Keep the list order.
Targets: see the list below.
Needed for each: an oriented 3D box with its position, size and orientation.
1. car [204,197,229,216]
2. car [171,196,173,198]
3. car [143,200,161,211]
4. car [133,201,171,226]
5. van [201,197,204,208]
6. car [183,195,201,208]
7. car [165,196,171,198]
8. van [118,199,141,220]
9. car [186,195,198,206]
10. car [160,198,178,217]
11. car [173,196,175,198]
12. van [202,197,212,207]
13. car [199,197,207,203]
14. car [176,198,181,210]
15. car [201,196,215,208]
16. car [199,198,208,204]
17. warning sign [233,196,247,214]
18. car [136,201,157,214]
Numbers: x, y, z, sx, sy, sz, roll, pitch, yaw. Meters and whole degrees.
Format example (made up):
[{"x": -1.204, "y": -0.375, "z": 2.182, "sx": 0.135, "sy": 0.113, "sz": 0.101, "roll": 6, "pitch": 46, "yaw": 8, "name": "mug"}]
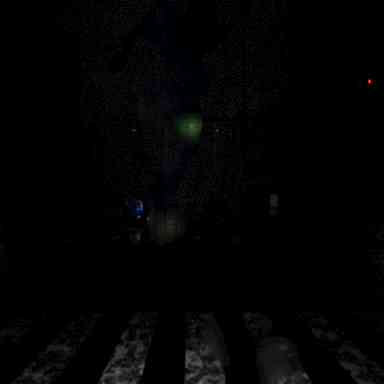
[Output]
[{"x": 2.704, "y": 1.549, "z": 34.932, "sx": 2.192, "sy": 1.841, "sz": 5.009, "roll": 0, "pitch": 0, "yaw": 0, "name": "car"}, {"x": -5.397, "y": 1.999, "z": 67.366, "sx": 2.008, "sy": 1.369, "sz": 4.403, "roll": 0, "pitch": 0, "yaw": 0, "name": "car"}, {"x": -5.404, "y": 1.851, "z": 45.742, "sx": 1.887, "sy": 1.381, "sz": 4.507, "roll": 0, "pitch": 0, "yaw": 0, "name": "car"}, {"x": -2.852, "y": 1.671, "z": 24.787, "sx": 1.837, "sy": 1.490, "sz": 4.892, "roll": 0, "pitch": 0, "yaw": 0, "name": "car"}, {"x": 2.690, "y": 1.683, "z": 51.150, "sx": 1.690, "sy": 1.788, "sz": 3.998, "roll": 0, "pitch": 0, "yaw": 0, "name": "van"}, {"x": 0.053, "y": 1.718, "z": 54.839, "sx": 2.097, "sy": 1.767, "sz": 4.553, "roll": 0, "pitch": 0, "yaw": 0, "name": "car"}, {"x": -5.399, "y": 1.937, "z": 61.791, "sx": 1.752, "sy": 1.417, "sz": 4.829, "roll": 0, "pitch": 0, "yaw": 0, "name": "car"}, {"x": -5.409, "y": 1.539, "z": 29.525, "sx": 1.690, "sy": 1.788, "sz": 3.998, "roll": 0, "pitch": 0, "yaw": 0, "name": "van"}, {"x": 0.001, "y": 1.653, "z": 64.765, "sx": 2.150, "sy": 2.045, "sz": 5.566, "roll": 0, "pitch": 0, "yaw": 0, "name": "car"}, {"x": -2.850, "y": 1.712, "z": 35.005, "sx": 1.882, "sy": 1.535, "sz": 5.008, "roll": 0, "pitch": 0, "yaw": 0, "name": "car"}, {"x": -5.396, "y": 2.050, "z": 72.772, "sx": 1.947, "sy": 1.339, "sz": 4.313, "roll": 0, "pitch": 0, "yaw": 0, "name": "car"}, {"x": 2.680, "y": 1.754, "z": 61.963, "sx": 1.690, "sy": 1.788, "sz": 3.998, "roll": 0, "pitch": 0, "yaw": 0, "name": "van"}, {"x": 2.661, "y": 1.995, "z": 83.586, "sx": 1.967, "sy": 1.590, "sz": 4.097, "roll": 0, "pitch": 0, "yaw": 0, "name": "car"}, {"x": -2.835, "y": 1.915, "z": 47.113, "sx": 1.895, "sy": 1.301, "sz": 4.718, "roll": 0, "pitch": 0, "yaw": 0, "name": "car"}, {"x": 2.685, "y": 1.692, "z": 56.557, "sx": 2.192, "sy": 1.841, "sz": 5.009, "roll": 0, "pitch": 0, "yaw": 0, "name": "car"}, {"x": 2.666, "y": 2.046, "z": 78.350, "sx": 1.752, "sy": 1.417, "sz": 4.829, "roll": 0, "pitch": 0, "yaw": 0, "name": "car"}, {"x": 4.943, "y": 1.346, "z": 34.477, "sx": 1.300, "sy": 1.860, "sz": 1.060, "roll": 0, "pitch": 0, "yaw": 0, "name": "warning sign"}, {"x": -5.405, "y": 1.836, "z": 40.335, "sx": 1.947, "sy": 1.339, "sz": 4.313, "roll": 0, "pitch": 0, "yaw": 0, "name": "car"}]
